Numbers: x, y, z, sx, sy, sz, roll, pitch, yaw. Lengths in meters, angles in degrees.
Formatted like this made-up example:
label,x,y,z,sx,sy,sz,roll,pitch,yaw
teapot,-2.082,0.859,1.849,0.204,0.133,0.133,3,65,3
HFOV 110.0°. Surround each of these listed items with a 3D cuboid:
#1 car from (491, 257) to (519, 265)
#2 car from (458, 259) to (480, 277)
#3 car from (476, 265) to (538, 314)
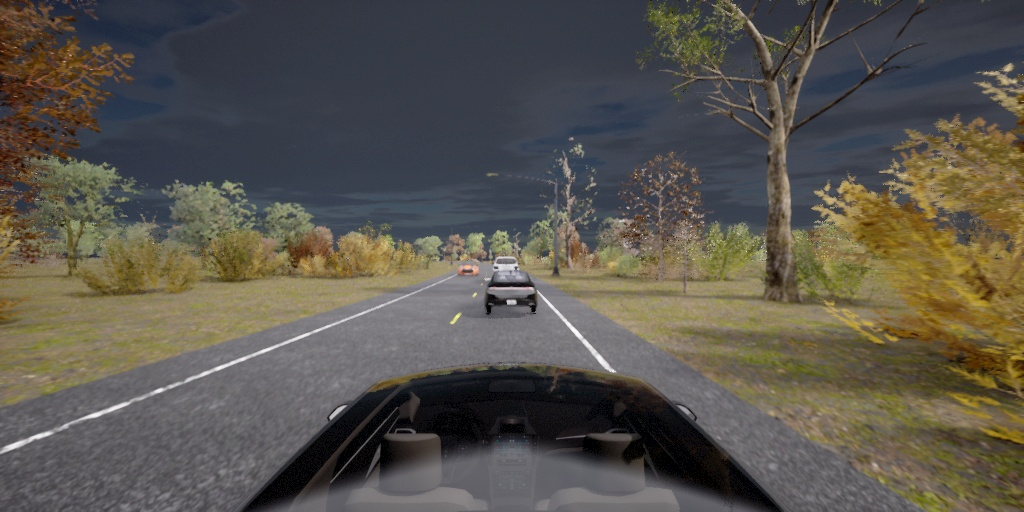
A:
label,x,y,z,sx,sy,sz,roll,pitch,yaw
car,-0.583,1.107,30.896,2.150,2.045,5.566,0,0,-3
car,-4.711,1.282,39.120,2.097,1.767,4.553,0,0,-3
car,-0.057,1.297,14.134,2.128,1.511,4.902,0,0,-1
